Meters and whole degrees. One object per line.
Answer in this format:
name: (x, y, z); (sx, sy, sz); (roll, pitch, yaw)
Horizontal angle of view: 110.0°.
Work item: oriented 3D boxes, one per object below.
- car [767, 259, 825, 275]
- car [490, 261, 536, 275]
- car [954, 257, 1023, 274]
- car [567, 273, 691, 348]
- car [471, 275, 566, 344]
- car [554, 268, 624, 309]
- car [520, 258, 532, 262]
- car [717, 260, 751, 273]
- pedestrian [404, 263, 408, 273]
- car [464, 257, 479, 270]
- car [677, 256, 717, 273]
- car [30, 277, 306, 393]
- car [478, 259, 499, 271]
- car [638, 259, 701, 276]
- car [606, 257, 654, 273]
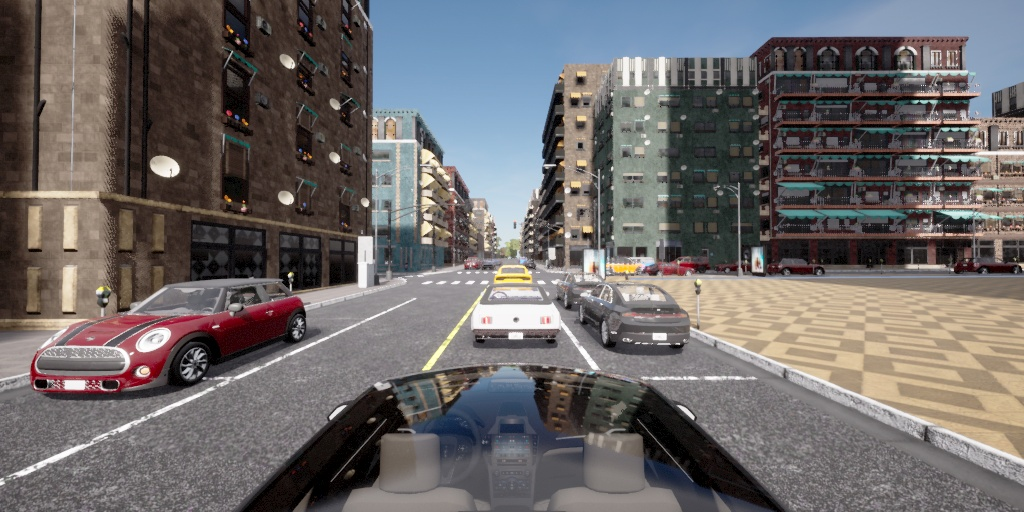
car: (24.699, 0.935, 31.185); (4.097, 1.591, 1.967); (0, 0, 0)
car: (0.055, 1.233, 19.056); (1.882, 1.535, 5.008); (0, 0, 0)
car: (41.281, 0.811, 31.102); (4.097, 1.591, 1.967); (0, 0, 0)
car: (2.805, 1.303, 9.020); (2.007, 1.370, 4.403); (0, 0, 0)
car: (0.082, 1.353, 9.603); (1.895, 1.301, 4.718); (0, 0, 0)
car: (2.793, 1.304, 14.590); (2.007, 1.370, 4.403); (0, 0, 0)
car: (2.580, 1.334, 52.782); (1.948, 1.339, 4.313); (0, 0, 0)
car: (24.743, 1.165, 39.565); (4.507, 1.381, 1.888); (0, 0, 0)
pedestrian: (-12.618, 1.097, 42.714); (0.375, 1.860, 0.375); (0, 0, 0)
car: (-5.800, 1.083, 52.804); (2.192, 1.841, 5.009); (0, 0, 0)
car: (19.215, 0.977, 39.593); (5.009, 1.841, 2.192); (0, 0, 0)
car: (-5.830, 1.191, 6.765); (1.967, 1.591, 4.097); (0, 0, 0)
car: (-3.222, 1.368, 50.474); (1.895, 1.301, 4.718); (0, 0, 1)
car: (13.644, 1.163, 31.240); (4.207, 1.307, 1.802); (0, 0, 0)
car: (10.564, 0.996, 33.994); (4.553, 1.767, 2.097); (0, -1, 4)
